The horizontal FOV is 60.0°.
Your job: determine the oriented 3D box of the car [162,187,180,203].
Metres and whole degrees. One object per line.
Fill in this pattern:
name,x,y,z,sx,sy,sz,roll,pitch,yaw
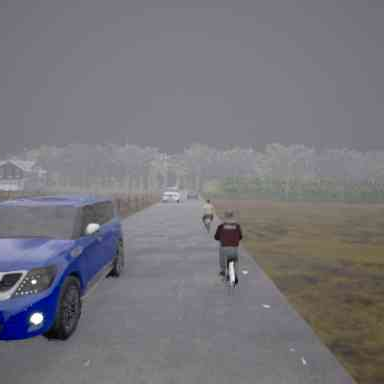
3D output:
car,-2.805,0.400,45.843,2.150,2.045,5.566,0,1,0

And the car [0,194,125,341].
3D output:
car,-2.844,1.102,6.676,2.150,2.045,5.566,0,1,0

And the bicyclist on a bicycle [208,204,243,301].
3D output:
bicyclist on a bicycle,0.765,1.243,7.082,0.659,1.776,1.843,0,1,0

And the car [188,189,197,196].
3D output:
car,0.058,0.139,73.986,1.837,1.490,4.892,0,1,0

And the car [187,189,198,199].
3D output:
car,0.145,0.449,57.518,2.128,1.511,4.902,0,1,0

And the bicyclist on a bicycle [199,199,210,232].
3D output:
bicyclist on a bicycle,0.774,1.154,15.924,0.866,1.612,1.509,0,1,0
